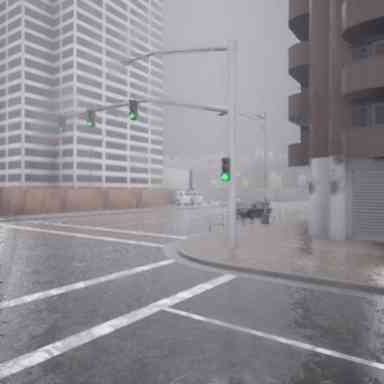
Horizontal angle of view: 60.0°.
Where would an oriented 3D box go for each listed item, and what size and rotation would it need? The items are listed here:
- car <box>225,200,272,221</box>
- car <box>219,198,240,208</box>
[{"bbox_3d":[4.903,1.566,27.277,1.895,1.301,4.718,0,0,35],"label":"car"},{"bbox_3d":[5.620,1.480,46.539,1.812,1.442,4.674,0,0,36],"label":"car"}]
